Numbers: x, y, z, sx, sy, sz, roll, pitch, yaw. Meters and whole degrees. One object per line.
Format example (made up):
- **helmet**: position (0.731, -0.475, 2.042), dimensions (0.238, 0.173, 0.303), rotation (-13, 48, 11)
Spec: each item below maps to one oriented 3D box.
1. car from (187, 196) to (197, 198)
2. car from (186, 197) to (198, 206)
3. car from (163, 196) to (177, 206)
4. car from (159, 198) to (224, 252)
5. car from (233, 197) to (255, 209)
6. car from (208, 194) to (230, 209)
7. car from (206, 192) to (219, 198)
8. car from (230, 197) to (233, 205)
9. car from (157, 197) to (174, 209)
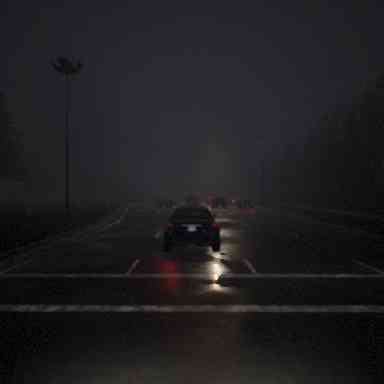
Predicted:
- **car**: position (-0.009, 1.246, 44.094), dimensions (2.097, 1.767, 4.553), rotation (0, 0, 0)
- **car**: position (-0.010, 1.471, 54.156), dimensions (1.895, 1.301, 4.718), rotation (0, 0, 0)
- **car**: position (-3.510, 1.435, 54.125), dimensions (1.994, 1.385, 4.181), rotation (0, 0, 0)
- **car**: position (-0.003, 1.319, 13.884), dimensions (2.097, 1.767, 4.553), rotation (0, 0, 0)
- **car**: position (6.991, 1.495, 44.156), dimensions (1.895, 1.301, 4.718), rotation (0, 0, 0)
- **car**: position (3.491, 1.400, 43.709), dimensions (1.837, 1.490, 4.892), rotation (0, 0, 0)
- **car**: position (3.490, 1.091, 54.155), dimensions (2.150, 2.045, 5.566), rotation (0, 0, 0)
- **car**: position (6.990, 1.471, 54.157), dimensions (1.895, 1.301, 4.718), rotation (0, 0, 0)
- **car**: position (-3.509, 1.495, 44.154), dimensions (1.895, 1.301, 4.718), rotation (0, 0, 0)
